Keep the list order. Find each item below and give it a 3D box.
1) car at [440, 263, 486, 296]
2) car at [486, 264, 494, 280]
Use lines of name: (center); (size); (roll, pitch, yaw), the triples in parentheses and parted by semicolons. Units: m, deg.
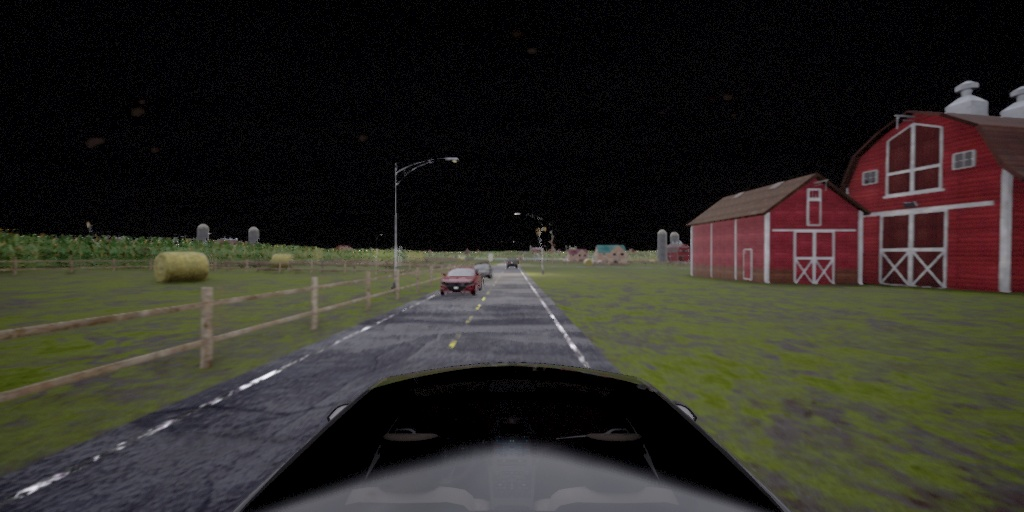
car: (-2.777, 1.341, 20.418); (1.882, 1.535, 5.008); (0, 0, 1)
car: (-2.773, 1.454, 33.822); (1.837, 1.490, 4.892); (0, -1, 1)
